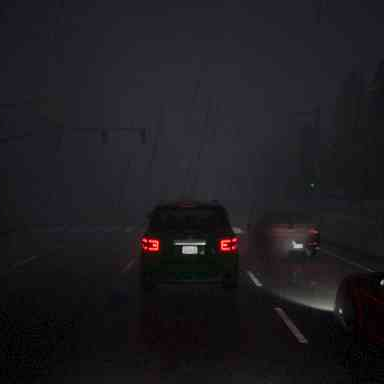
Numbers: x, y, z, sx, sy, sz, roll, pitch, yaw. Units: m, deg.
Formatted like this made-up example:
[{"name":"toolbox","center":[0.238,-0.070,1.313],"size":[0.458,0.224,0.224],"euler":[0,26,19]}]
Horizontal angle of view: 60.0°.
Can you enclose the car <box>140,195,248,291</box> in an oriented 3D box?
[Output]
[{"name":"car","center":[-0.093,1.221,9.156],"size":[2.150,2.045,5.566],"euler":[0,0,-1]}]

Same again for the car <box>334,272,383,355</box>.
[{"name":"car","center":[3.428,1.564,4.003],"size":[1.994,1.385,4.181],"euler":[0,0,-1]}]

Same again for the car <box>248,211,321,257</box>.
[{"name":"car","center":[3.342,1.492,12.911],"size":[2.128,1.511,4.902],"euler":[0,0,0]}]
